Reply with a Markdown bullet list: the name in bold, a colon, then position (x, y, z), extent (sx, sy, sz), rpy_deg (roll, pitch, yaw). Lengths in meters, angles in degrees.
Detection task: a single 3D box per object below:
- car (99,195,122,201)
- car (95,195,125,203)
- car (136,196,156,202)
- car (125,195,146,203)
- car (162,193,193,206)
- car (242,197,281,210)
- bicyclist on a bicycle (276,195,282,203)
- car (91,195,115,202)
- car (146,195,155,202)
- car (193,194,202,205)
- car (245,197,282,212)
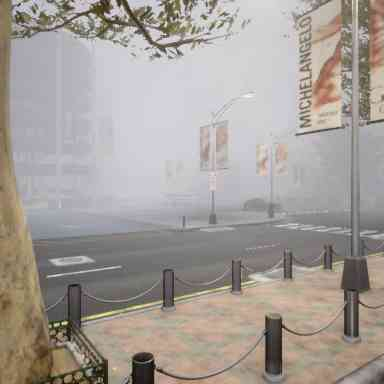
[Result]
- **car**: position (-19.495, 1.418, 79.685), extent (5.008, 1.535, 1.882), rpy_deg (0, 0, 12)
- **car**: position (-16.689, 1.501, 67.525), extent (4.892, 1.490, 1.837), rpy_deg (0, 0, 26)
- **car**: position (-10.472, 1.552, 76.159), extent (4.181, 1.385, 1.994), rpy_deg (0, 0, 26)
- **car**: position (-12.486, 1.594, 69.306), extent (4.718, 1.301, 1.895), rpy_deg (0, 0, 30)
- **car**: position (-2.768, 1.224, 55.384), extent (2.150, 2.045, 5.566), rpy_deg (0, 0, -38)
- **car**: position (9.251, 1.491, 44.617), extent (2.128, 1.511, 4.902), rpy_deg (0, 0, -35)
- **bicyclist on a bicycle**: position (15.756, 1.300, 60.497), extent (1.656, 1.620, 0.582), rpy_deg (0, 0, -36)
- **car**: position (-20.459, 1.450, 76.320), extent (4.892, 1.490, 1.837), rpy_deg (0, 0, 12)
- **car**: position (-11.219, 1.355, 72.603), extent (4.553, 1.767, 2.097), rpy_deg (0, 0, 26)
- **car**: position (-0.607, 1.221, 58.338), extent (2.150, 2.045, 5.566), rpy_deg (0, 0, -38)
- **car**: position (8.413, 1.477, 39.701), extent (1.882, 1.535, 5.008), rpy_deg (0, 0, -34)
